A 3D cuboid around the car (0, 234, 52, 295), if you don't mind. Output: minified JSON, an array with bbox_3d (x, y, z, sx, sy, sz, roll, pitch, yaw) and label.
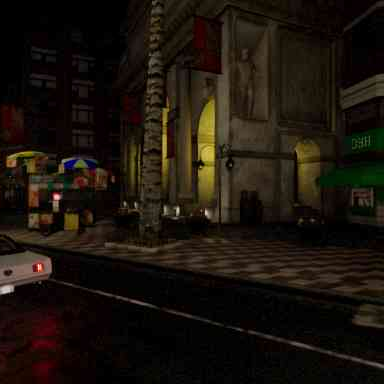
[{"bbox_3d":[-5.393,1.601,7.711,4.718,1.301,1.895,0,0,35],"label":"car"}]
